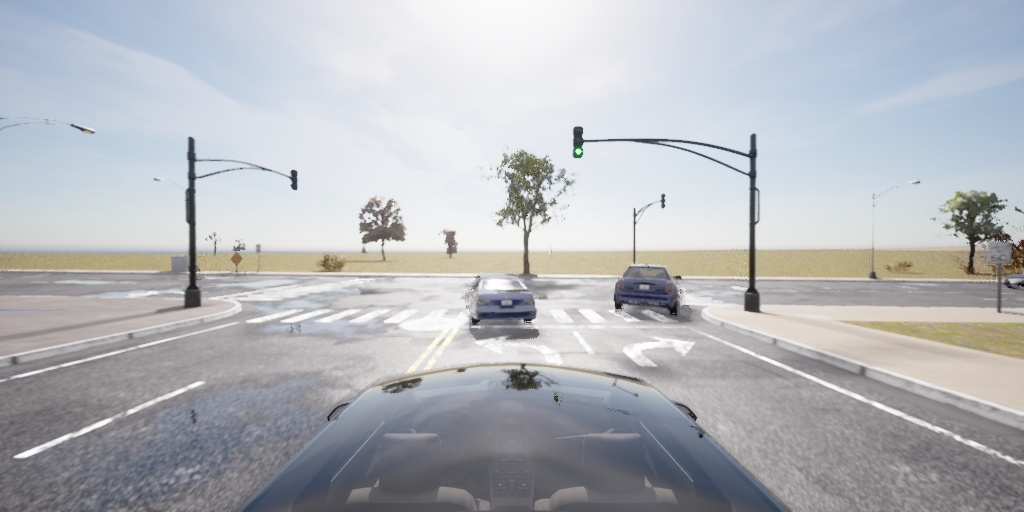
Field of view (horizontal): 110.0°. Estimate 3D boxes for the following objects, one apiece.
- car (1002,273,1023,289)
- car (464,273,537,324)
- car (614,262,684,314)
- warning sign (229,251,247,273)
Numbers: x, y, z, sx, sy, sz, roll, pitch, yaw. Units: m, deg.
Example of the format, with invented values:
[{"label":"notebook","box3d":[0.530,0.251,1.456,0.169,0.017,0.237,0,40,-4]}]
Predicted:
[{"label":"car","box3d":[34.840,1.498,23.054,4.902,1.511,2.128,0,1,2]},{"label":"car","box3d":[-0.535,1.270,11.941,2.033,1.411,5.357,0,0,-9]},{"label":"car","box3d":[5.429,1.099,14.023,2.097,1.767,4.553,2,0,27]},{"label":"warning sign","box3d":[-23.464,0.519,30.547,1.060,1.860,1.300,0,0,1]}]
